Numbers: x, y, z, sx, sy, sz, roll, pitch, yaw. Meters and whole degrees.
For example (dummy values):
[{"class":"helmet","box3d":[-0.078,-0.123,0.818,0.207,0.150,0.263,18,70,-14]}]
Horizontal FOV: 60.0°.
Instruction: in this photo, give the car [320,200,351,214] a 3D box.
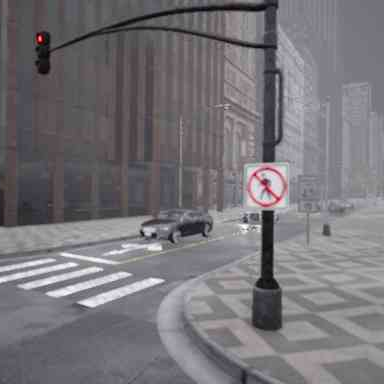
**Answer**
[{"class":"car","box3d":[17.542,1.831,40.543,2.128,1.511,4.902,1,0,32]}]

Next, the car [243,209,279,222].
[{"class":"car","box3d":[5.833,1.726,27.451,1.812,1.442,4.674,1,0,31]}]

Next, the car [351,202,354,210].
[{"class":"car","box3d":[22.851,1.949,49.316,2.033,1.411,5.357,1,0,31]}]

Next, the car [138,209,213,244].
[{"class":"car","box3d":[-0.677,1.611,16.827,2.128,1.511,4.902,1,0,31]}]

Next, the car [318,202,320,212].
[{"class":"car","box3d":[15.149,1.664,42.549,2.097,1.767,4.553,1,0,32]}]
